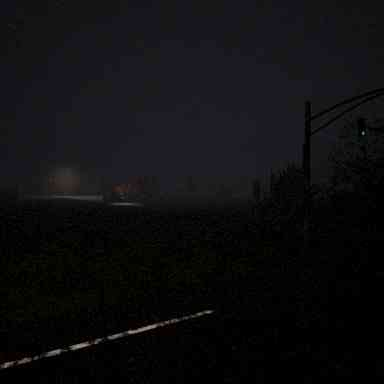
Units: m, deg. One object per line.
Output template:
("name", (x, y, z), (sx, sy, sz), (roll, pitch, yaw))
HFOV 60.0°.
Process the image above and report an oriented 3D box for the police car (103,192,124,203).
("police car", (-11.733, 0.821, 49.841), (2.038, 1.542, 4.974), (1, 0, -32))
